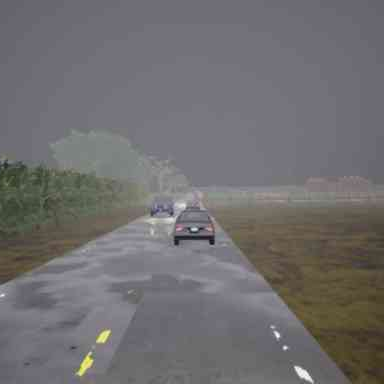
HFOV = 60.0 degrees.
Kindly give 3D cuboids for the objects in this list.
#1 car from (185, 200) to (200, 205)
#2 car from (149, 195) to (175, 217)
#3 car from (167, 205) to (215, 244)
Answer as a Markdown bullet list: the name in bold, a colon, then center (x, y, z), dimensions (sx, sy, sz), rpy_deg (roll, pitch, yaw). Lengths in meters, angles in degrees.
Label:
- **car**: center (0.088, 1.674, 42.322), dimensions (2.033, 1.411, 5.357), rpy_deg (0, 0, 0)
- **car**: center (-2.856, 1.304, 32.932), dimensions (2.150, 2.045, 5.566), rpy_deg (0, -1, 0)
- **car**: center (0.095, 1.569, 15.990), dimensions (2.033, 1.411, 5.357), rpy_deg (0, 0, 0)
